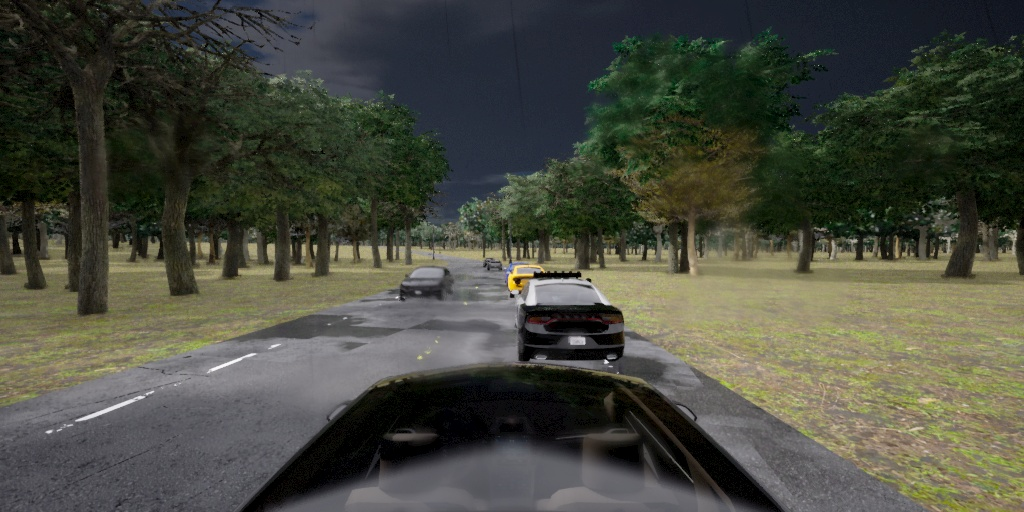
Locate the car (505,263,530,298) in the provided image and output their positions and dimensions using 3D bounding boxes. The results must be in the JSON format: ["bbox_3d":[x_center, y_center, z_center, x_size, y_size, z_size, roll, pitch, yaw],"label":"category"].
[{"bbox_3d":[0.776,1.203,18.338,1.882,1.535,5.008,0,0,-2],"label":"car"}]

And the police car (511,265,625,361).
[{"bbox_3d":[1.032,1.169,8.382,1.930,1.638,5.238,0,0,-1],"label":"police car"}]

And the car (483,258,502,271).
[{"bbox_3d":[-2.352,1.117,47.493,2.128,1.511,4.902,0,0,-6],"label":"car"}]

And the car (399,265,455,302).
[{"bbox_3d":[-3.867,1.210,16.979,1.882,1.535,5.008,0,0,-2],"label":"car"}]
